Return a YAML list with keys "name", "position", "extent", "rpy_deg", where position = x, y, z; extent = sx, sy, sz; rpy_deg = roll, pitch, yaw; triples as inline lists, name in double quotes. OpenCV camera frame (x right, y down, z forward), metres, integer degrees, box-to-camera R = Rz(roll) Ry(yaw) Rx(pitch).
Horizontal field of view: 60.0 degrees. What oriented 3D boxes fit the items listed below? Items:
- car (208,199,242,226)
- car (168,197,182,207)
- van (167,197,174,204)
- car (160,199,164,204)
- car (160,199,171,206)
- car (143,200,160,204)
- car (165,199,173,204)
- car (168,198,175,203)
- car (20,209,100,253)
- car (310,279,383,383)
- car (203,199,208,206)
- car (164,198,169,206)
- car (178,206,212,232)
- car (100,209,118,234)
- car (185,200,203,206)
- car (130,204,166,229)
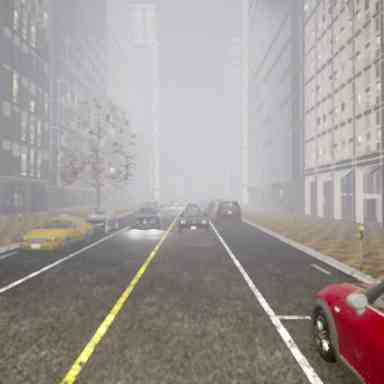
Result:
- name: "car"
  position: [2.690, 1.579, 26.069]
  extent: [2.192, 1.841, 5.009]
  rpy_deg: [0, -1, 0]
- name: "car"
  position: [-3.027, 2.138, 65.432]
  extent: [2.128, 1.511, 4.902]
  rpy_deg: [0, -1, 1]
- name: "van"
  position: [-5.700, 2.188, 88.692]
  extent: [1.690, 1.788, 3.998]
  rpy_deg: [0, -1, 0]
- name: "car"
  position: [-5.695, 2.049, 48.845]
  extent: [1.947, 1.339, 4.313]
  rpy_deg: [0, -1, 0]
- name: "car"
  position: [-5.698, 2.244, 71.613]
  extent: [2.008, 1.369, 4.403]
  rpy_deg: [0, -1, 0]
- name: "car"
  position: [-5.694, 1.980, 43.153]
  extent: [2.008, 1.369, 4.403]
  rpy_deg: [0, -1, 0]
- name: "car"
  position: [-5.700, 2.341, 82.997]
  extent: [1.887, 1.381, 4.507]
  rpy_deg: [0, -1, 0]
- name: "car"
  position: [-5.701, 2.480, 94.381]
  extent: [1.802, 1.307, 4.206]
  rpy_deg: [0, -1, 0]
- name: "car"
  position: [-5.690, 1.674, 14.522]
  extent: [1.752, 1.417, 4.829]
  rpy_deg: [0, -1, 0]
- name: "car"
  position: [2.692, 1.476, 3.300]
  extent: [1.967, 1.590, 4.097]
  rpy_deg: [0, -1, 0]
- name: "car"
  position: [2.688, 1.690, 37.453]
  extent: [2.192, 1.841, 5.009]
  rpy_deg: [0, -1, 0]
- name: "car"
  position: [-5.696, 2.171, 60.228]
  extent: [1.802, 1.307, 4.206]
  rpy_deg: [0, -1, 0]
- name: "car"
  position: [0.096, 1.821, 21.721]
  extent: [1.895, 1.301, 4.718]
  rpy_deg: [0, -1, 0]
- name: "car"
  position: [-5.691, 1.758, 20.385]
  extent: [2.008, 1.369, 4.403]
  rpy_deg: [0, -1, 0]
- name: "car"
  position: [0.094, 1.980, 41.765]
  extent: [1.994, 1.385, 4.181]
  rpy_deg: [0, -1, 0]
- name: "car"
  position: [-3.103, 1.805, 23.750]
  extent: [1.994, 1.385, 4.181]
  rpy_deg: [0, -1, 0]
